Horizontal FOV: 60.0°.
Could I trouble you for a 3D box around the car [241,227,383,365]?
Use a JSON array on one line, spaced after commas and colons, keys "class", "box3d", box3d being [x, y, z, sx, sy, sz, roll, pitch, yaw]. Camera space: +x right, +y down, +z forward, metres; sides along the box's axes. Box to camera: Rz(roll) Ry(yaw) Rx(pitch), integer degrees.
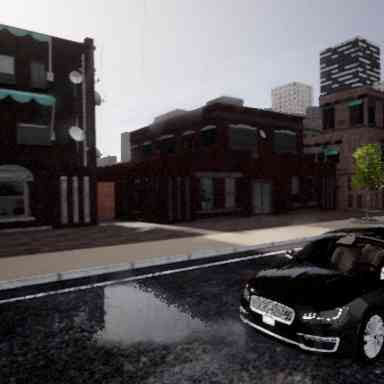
[{"class": "car", "box3d": [2.997, 1.435, 5.810, 4.892, 1.490, 1.837, 0, 0, -35]}]
